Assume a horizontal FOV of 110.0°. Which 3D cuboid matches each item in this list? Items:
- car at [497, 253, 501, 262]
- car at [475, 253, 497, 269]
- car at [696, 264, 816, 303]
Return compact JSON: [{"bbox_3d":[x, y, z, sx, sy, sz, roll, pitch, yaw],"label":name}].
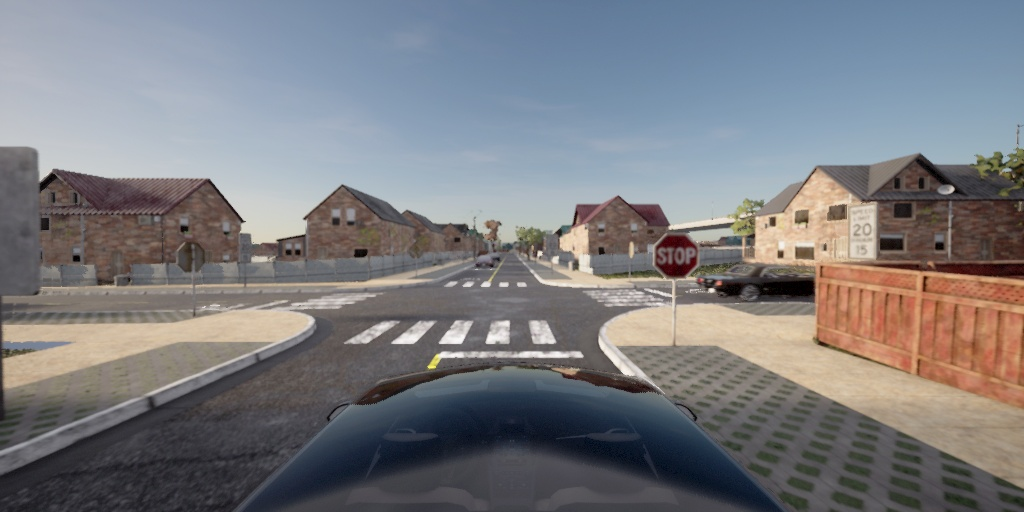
[{"bbox_3d":[-2.967,0.163,61.717,1.882,1.535,5.008,0,1,0],"label":"car"},{"bbox_3d":[-2.971,0.598,39.957,1.812,1.442,4.674,0,1,0],"label":"car"},{"bbox_3d":[9.665,0.965,13.345,4.718,1.301,1.895,-1,1,1],"label":"car"}]
